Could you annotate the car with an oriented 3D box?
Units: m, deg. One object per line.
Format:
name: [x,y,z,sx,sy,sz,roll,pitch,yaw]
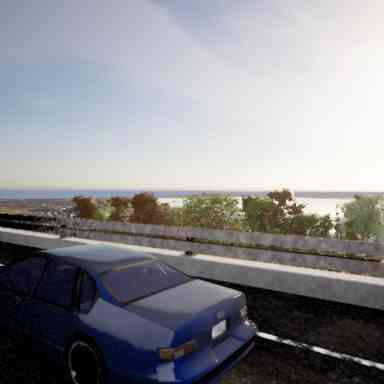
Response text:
car: [-1.746,1.548,5.120,5.357,1.411,2.033,0,0,36]
